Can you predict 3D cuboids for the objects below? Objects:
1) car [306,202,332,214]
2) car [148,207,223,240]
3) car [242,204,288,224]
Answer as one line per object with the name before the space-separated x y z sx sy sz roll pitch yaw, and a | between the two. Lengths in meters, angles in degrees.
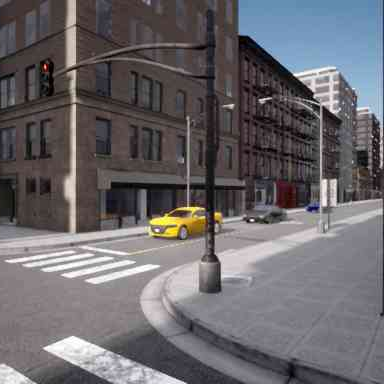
car | 14.949 1.847 39.111 1.895 1.301 4.718 0 0 36
car | -0.213 1.575 17.895 1.882 1.535 5.008 0 0 35
car | 5.949 1.707 26.538 2.033 1.411 5.357 0 0 36
